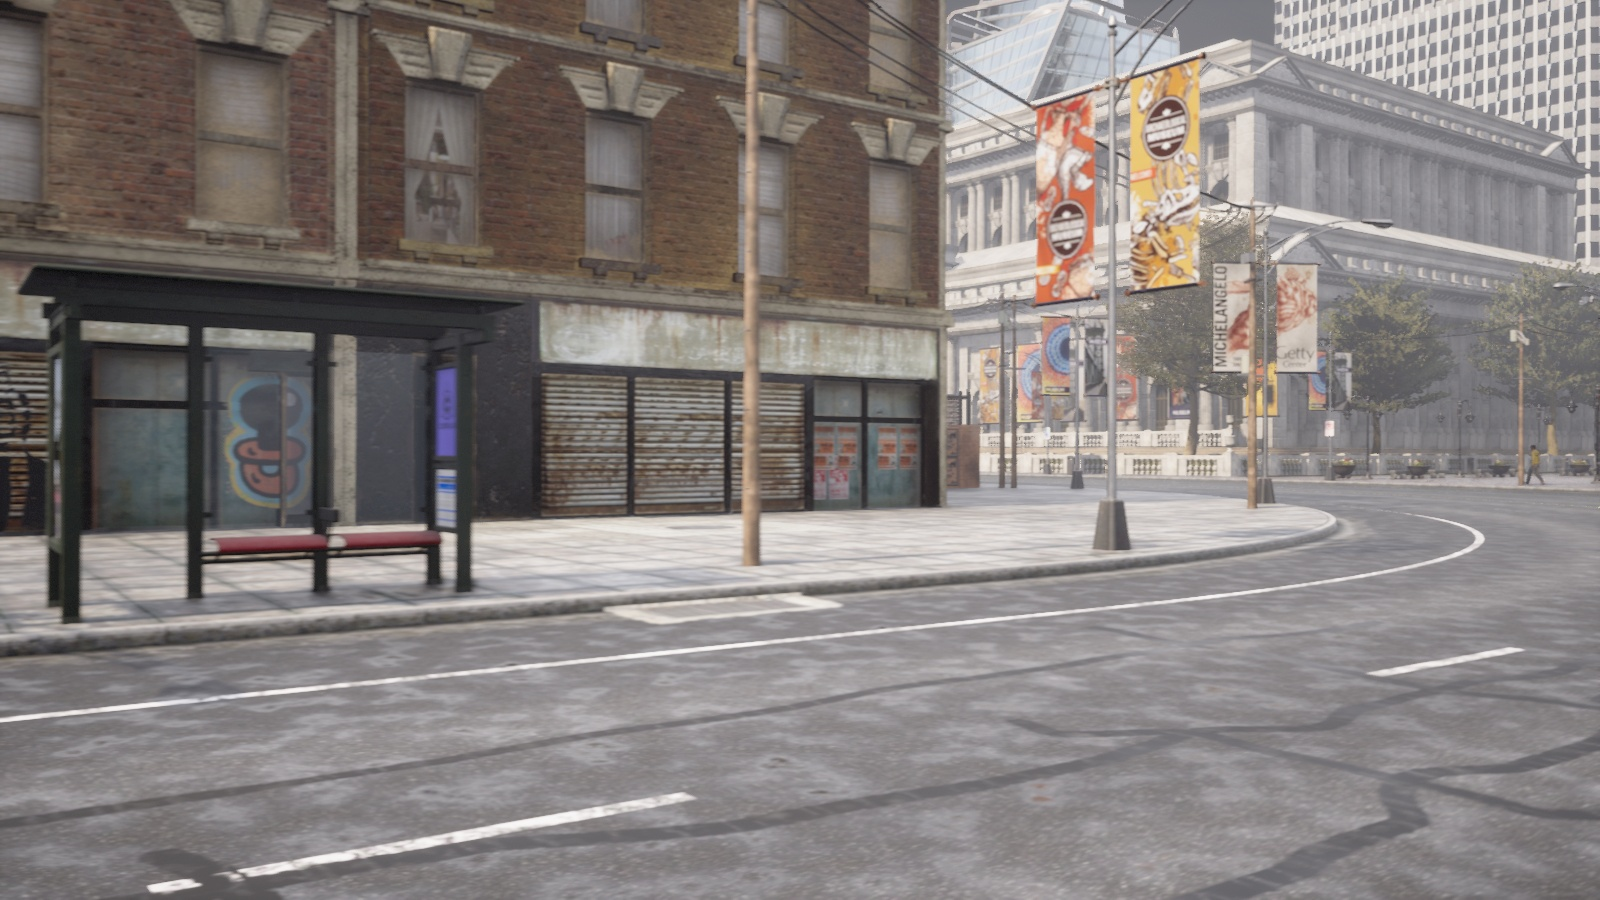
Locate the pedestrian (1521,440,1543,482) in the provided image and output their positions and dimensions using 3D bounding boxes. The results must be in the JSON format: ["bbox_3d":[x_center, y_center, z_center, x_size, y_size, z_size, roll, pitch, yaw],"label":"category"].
[{"bbox_3d":[31.950,0.468,54.778,0.431,1.840,0.709,0,0,-21],"label":"pedestrian"}]
